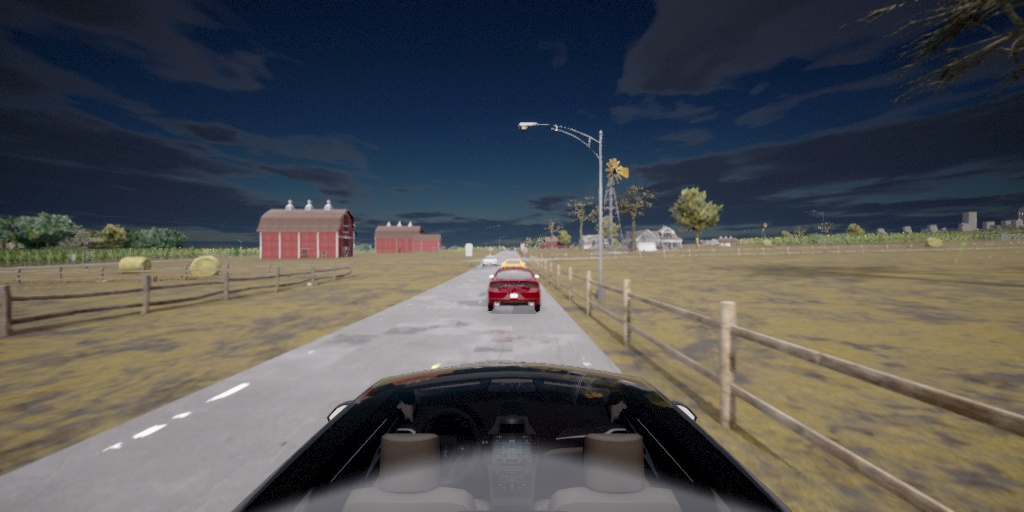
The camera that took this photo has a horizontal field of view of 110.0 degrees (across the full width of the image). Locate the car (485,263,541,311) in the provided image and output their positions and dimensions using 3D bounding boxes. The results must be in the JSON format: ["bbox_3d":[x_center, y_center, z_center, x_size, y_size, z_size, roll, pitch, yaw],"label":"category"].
[{"bbox_3d":[0.086,1.178,14.309,1.882,1.535,5.008,0,0,0],"label":"car"}]

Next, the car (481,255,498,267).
[{"bbox_3d":[-2.801,0.639,46.695,1.812,1.442,4.674,0,2,0],"label":"car"}]

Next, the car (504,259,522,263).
[{"bbox_3d":[0.093,0.977,30.093,1.882,1.535,5.008,0,1,0],"label":"car"}]
